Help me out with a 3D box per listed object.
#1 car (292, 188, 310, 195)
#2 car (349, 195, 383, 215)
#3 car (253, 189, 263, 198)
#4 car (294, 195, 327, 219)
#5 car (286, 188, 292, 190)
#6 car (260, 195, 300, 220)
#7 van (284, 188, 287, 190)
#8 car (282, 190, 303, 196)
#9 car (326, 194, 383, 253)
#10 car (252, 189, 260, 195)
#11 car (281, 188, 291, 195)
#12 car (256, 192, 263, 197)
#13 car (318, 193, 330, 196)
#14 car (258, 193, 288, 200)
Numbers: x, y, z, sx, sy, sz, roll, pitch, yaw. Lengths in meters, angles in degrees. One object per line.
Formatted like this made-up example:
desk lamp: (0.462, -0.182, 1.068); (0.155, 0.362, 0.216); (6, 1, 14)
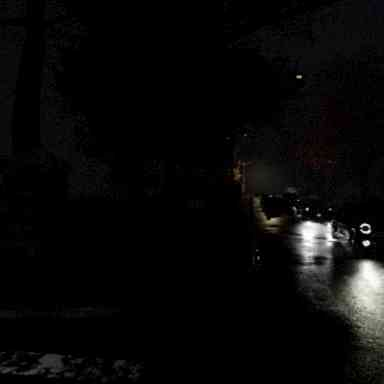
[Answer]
car: (20.477, 0.208, 61.322); (2.192, 1.841, 5.009); (-1, 1, 10)
car: (14.784, 1.036, 27.678); (1.887, 1.381, 4.507); (-1, 1, 10)
car: (12.711, 0.432, 62.644); (2.008, 1.369, 4.403); (-1, 1, 10)
car: (8.674, 1.167, 23.956); (1.895, 1.301, 4.718); (0, 1, 10)
car: (22.377, 0.136, 72.539); (1.967, 1.590, 4.097); (-1, 1, 10)
car: (6.064, 1.146, 23.391); (1.947, 1.339, 4.313); (-1, 1, 10)
van: (23.325, -0.061, 78.146); (1.690, 1.788, 3.998); (-1, 1, 10)
car: (11.027, 0.844, 37.765); (1.812, 1.442, 4.674); (0, 1, 10)
car: (6.650, 1.129, 12.295); (2.097, 1.767, 4.553); (0, 1, 11)
car: (17.458, -0.065, 90.684); (1.887, 1.381, 4.507); (-1, 1, 10)
car: (25.226, -0.158, 89.363); (1.967, 1.590, 4.097); (-1, 1, 10)
car: (7.964, 0.945, 34.605); (1.947, 1.339, 4.313); (-1, 1, 10)
car: (17.632, 0.757, 44.502); (1.947, 1.339, 4.313); (-1, 1, 10)
car: (7.015, 1.045, 28.997); (1.947, 1.339, 4.313); (-1, 1, 10)
